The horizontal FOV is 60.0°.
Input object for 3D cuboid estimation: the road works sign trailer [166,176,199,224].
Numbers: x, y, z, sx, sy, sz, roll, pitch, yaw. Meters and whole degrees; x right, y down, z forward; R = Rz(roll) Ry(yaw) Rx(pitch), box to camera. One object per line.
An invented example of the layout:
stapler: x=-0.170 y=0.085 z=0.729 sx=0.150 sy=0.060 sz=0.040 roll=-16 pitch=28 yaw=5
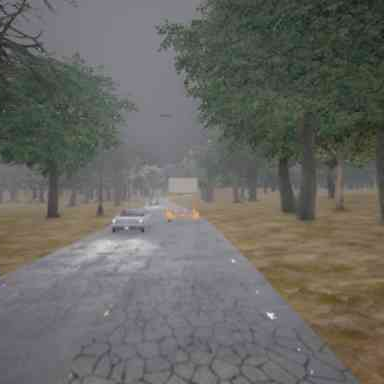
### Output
road works sign trailer: x=-0.688 y=0.539 z=25.725 sx=2.380 sy=3.560 sz=2.880 roll=0 pitch=0 yaw=-4

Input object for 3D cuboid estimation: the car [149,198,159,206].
car: x=-7.034 y=1.800 z=62.256 sx=2.128 sy=1.511 sz=4.902 roll=0 pitch=0 yaw=-6

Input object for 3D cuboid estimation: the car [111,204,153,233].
car: x=-3.566 y=1.650 z=20.001 sx=1.895 sy=1.301 sz=4.718 roll=0 pitch=0 yaw=-3
